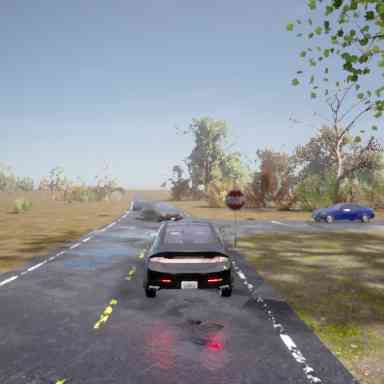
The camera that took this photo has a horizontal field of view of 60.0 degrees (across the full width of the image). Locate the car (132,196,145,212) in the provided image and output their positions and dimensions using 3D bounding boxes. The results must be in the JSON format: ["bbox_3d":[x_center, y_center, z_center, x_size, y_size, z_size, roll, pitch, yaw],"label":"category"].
[{"bbox_3d":[-5.973,1.555,39.233,1.994,1.385,4.181,0,0,-8],"label":"car"}]

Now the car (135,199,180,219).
[{"bbox_3d":[-2.489,1.544,25.824,2.033,1.411,5.357,0,0,-26],"label":"car"}]

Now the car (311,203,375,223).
[{"bbox_3d":[11.384,1.555,25.119,4.674,1.442,1.812,0,0,-9],"label":"car"}]

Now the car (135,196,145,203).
[{"bbox_3d":[-10.722,1.543,68.709,1.994,1.385,4.181,0,0,-10],"label":"car"}]

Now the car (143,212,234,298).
[{"bbox_3d":[-0.106,1.491,8.525,2.128,1.511,4.902,0,0,-1],"label":"car"}]

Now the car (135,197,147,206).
[{"bbox_3d":[-8.264,1.512,53.868,1.812,1.442,4.674,0,0,-9],"label":"car"}]
